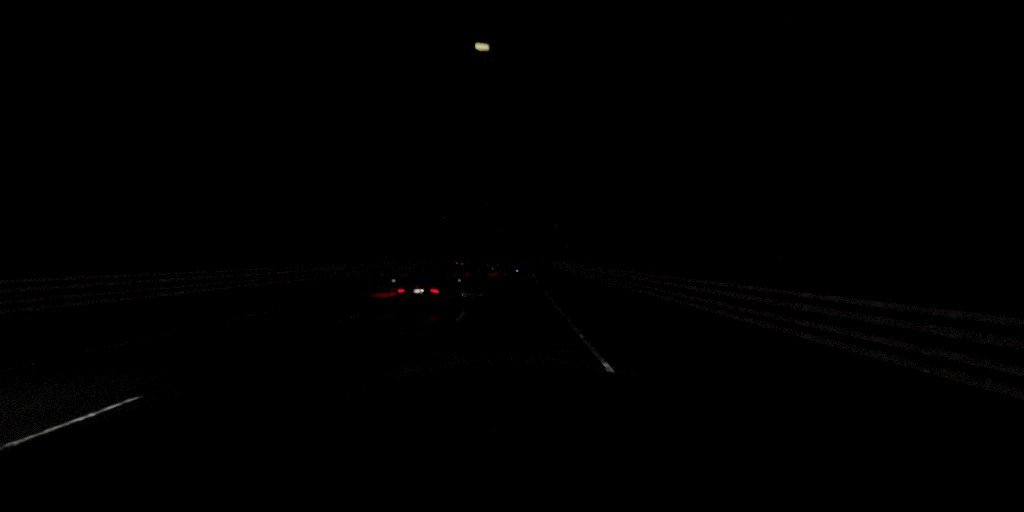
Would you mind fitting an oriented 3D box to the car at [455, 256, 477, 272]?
[{"bbox_3d":[-6.009,1.049,46.957,2.150,2.045,5.566,0,0,3],"label":"car"}]

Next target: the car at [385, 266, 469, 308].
[{"bbox_3d":[-3.373,1.324,15.426,2.033,1.411,5.357,0,0,1],"label":"car"}]

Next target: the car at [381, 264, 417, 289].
[{"bbox_3d":[-6.726,1.256,22.990,1.882,1.535,5.008,0,0,1],"label":"car"}]

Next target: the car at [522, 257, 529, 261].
[{"bbox_3d":[1.066,1.347,49.670,1.882,1.535,5.008,0,0,3],"label":"car"}]

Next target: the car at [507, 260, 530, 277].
[{"bbox_3d":[0.562,1.412,37.073,1.994,1.385,4.181,0,0,2],"label":"car"}]

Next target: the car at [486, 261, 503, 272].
[{"bbox_3d":[-2.387,1.355,49.062,1.837,1.490,4.892,0,0,3],"label":"car"}]
